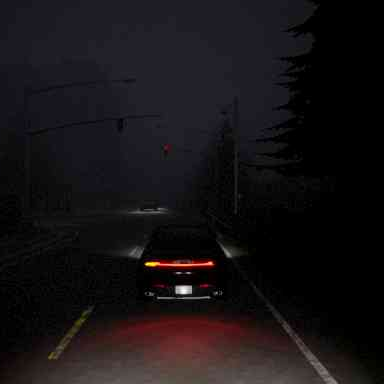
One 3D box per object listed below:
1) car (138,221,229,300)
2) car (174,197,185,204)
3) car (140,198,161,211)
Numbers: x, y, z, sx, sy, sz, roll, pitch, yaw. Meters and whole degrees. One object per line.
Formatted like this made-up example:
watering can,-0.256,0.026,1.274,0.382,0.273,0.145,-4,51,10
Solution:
car,-0.226,1.505,8.380,1.837,1.490,4.892,0,0,-2
car,-2.329,1.564,61.330,1.994,1.385,4.181,0,0,-2
car,-5.175,1.525,40.688,1.812,1.442,4.674,0,0,-3
